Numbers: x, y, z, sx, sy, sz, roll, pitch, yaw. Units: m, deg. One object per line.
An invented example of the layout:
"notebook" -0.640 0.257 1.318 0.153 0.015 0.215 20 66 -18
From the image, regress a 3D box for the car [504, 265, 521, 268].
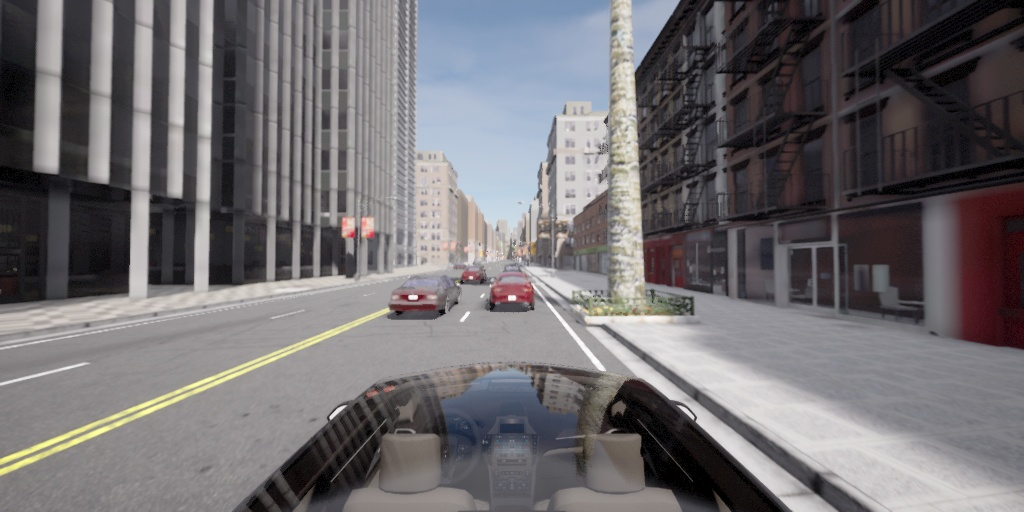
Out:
"car" 0.021 1.528 30.281 2.128 1.511 4.902 0 0 0

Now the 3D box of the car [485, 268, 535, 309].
"car" 0.024 1.418 15.675 1.812 1.442 4.674 0 0 1

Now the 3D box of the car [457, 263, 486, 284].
"car" -3.225 1.564 30.669 1.812 1.442 4.674 0 0 1

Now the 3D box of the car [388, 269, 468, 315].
"car" -3.242 1.427 14.298 2.033 1.411 5.357 0 -1 0
